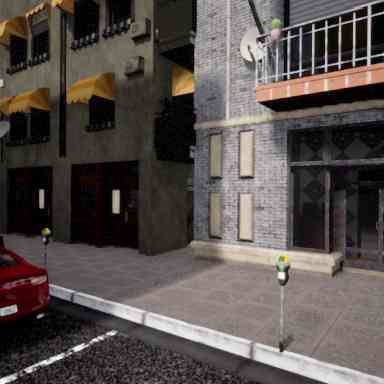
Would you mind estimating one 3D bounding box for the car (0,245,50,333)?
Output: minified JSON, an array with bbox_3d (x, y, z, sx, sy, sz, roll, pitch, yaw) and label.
[{"bbox_3d":[-4.405,1.543,6.015,4.507,1.381,1.887,0,1,36],"label":"car"}]
